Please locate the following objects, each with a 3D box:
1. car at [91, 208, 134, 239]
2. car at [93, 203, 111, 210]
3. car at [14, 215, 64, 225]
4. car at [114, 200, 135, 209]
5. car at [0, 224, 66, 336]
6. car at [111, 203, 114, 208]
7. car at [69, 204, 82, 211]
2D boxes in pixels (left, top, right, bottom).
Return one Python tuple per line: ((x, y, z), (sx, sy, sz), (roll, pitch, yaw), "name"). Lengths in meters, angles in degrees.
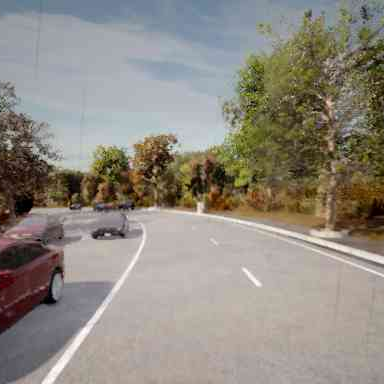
((-4.834, 1.953, 20.280), (2.033, 1.411, 5.357), (-1, -1, -7), "car")
((-19.200, 3.237, 69.734), (1.812, 1.442, 4.674), (-3, -1, -34), "car")
((-8.015, 1.950, 17.325), (1.812, 1.442, 4.674), (-1, -1, -6), "car")
((-13.222, 2.624, 66.620), (2.150, 2.045, 5.566), (-2, -1, -31), "car")
((-3.759, 1.589, 5.624), (1.882, 1.535, 5.008), (-1, -1, -2), "car")
((-18.938, 3.258, 75.631), (1.812, 1.442, 4.674), (-3, 0, -36), "car")
((-29.292, 3.853, 83.314), (2.128, 1.511, 4.902), (-3, 0, -41), "car")
